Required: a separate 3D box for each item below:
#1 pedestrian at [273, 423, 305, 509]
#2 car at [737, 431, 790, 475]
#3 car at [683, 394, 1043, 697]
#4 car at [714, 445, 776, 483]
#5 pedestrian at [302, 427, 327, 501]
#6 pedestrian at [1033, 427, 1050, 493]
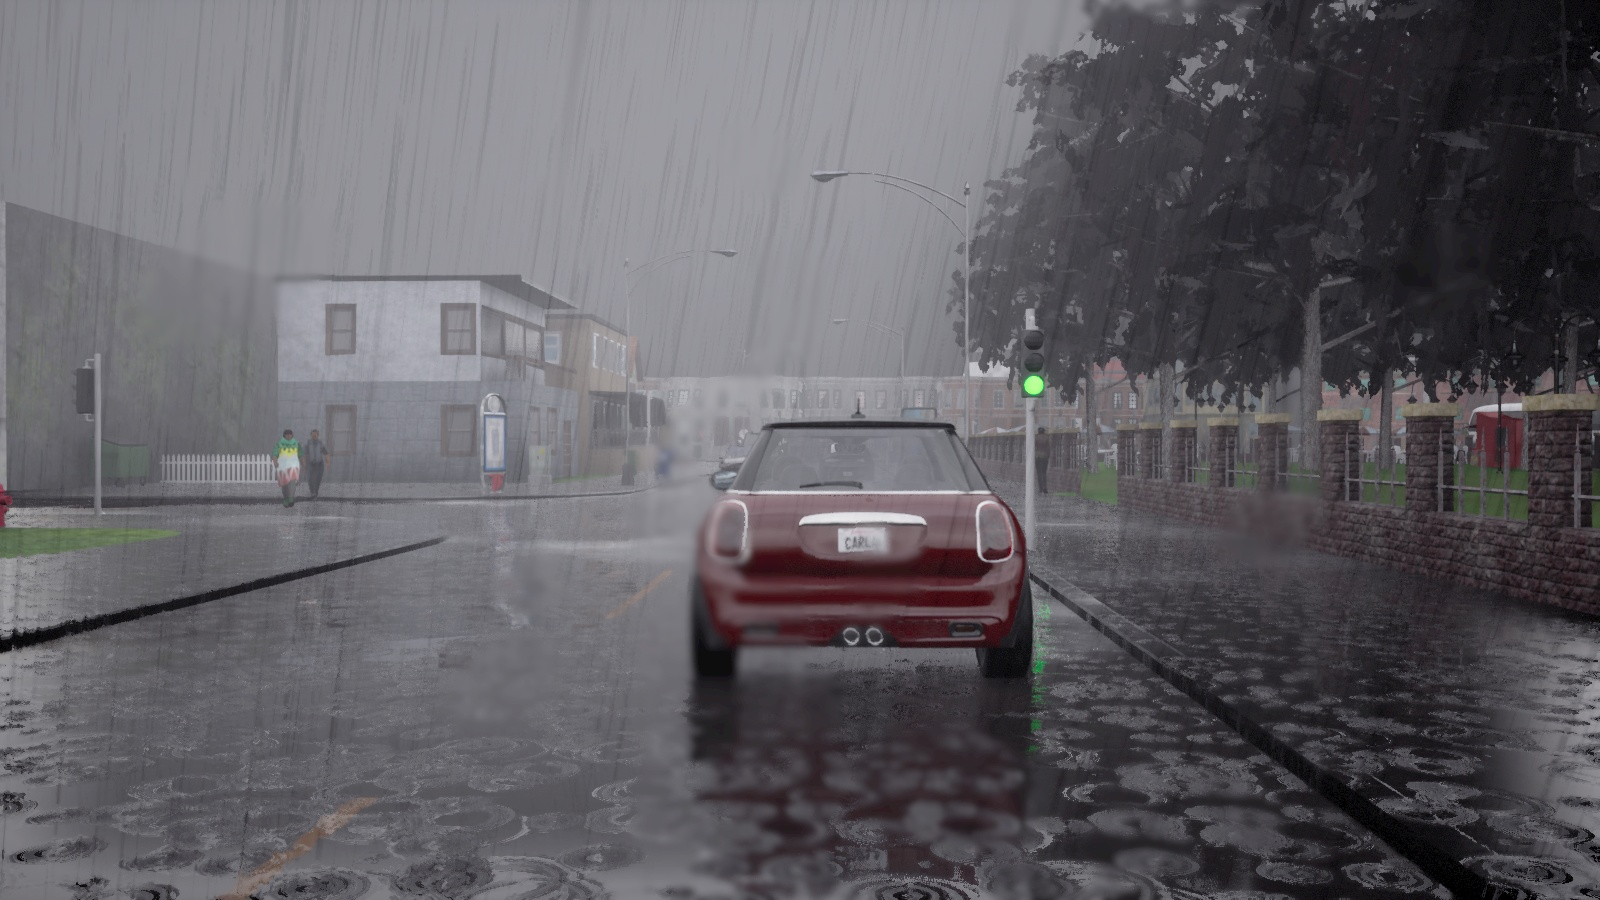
[{"bbox_3d":[-11.791,0.363,28.964,0.659,1.952,0.873,0,0,-24],"label":"pedestrian"},{"bbox_3d":[-1.717,0.122,60.734,2.150,2.045,5.566,0,0,2],"label":"car"},{"bbox_3d":[0.387,0.550,9.610,2.097,1.767,4.553,0,0,0],"label":"car"},{"bbox_3d":[-2.120,0.510,50.148,2.033,1.411,5.357,0,0,2],"label":"car"},{"bbox_3d":[-12.223,0.350,31.581,0.540,1.848,0.694,0,0,-25],"label":"pedestrian"},{"bbox_3d":[6.660,0.266,34.682,0.328,1.805,0.869,0,0,2],"label":"pedestrian"}]
